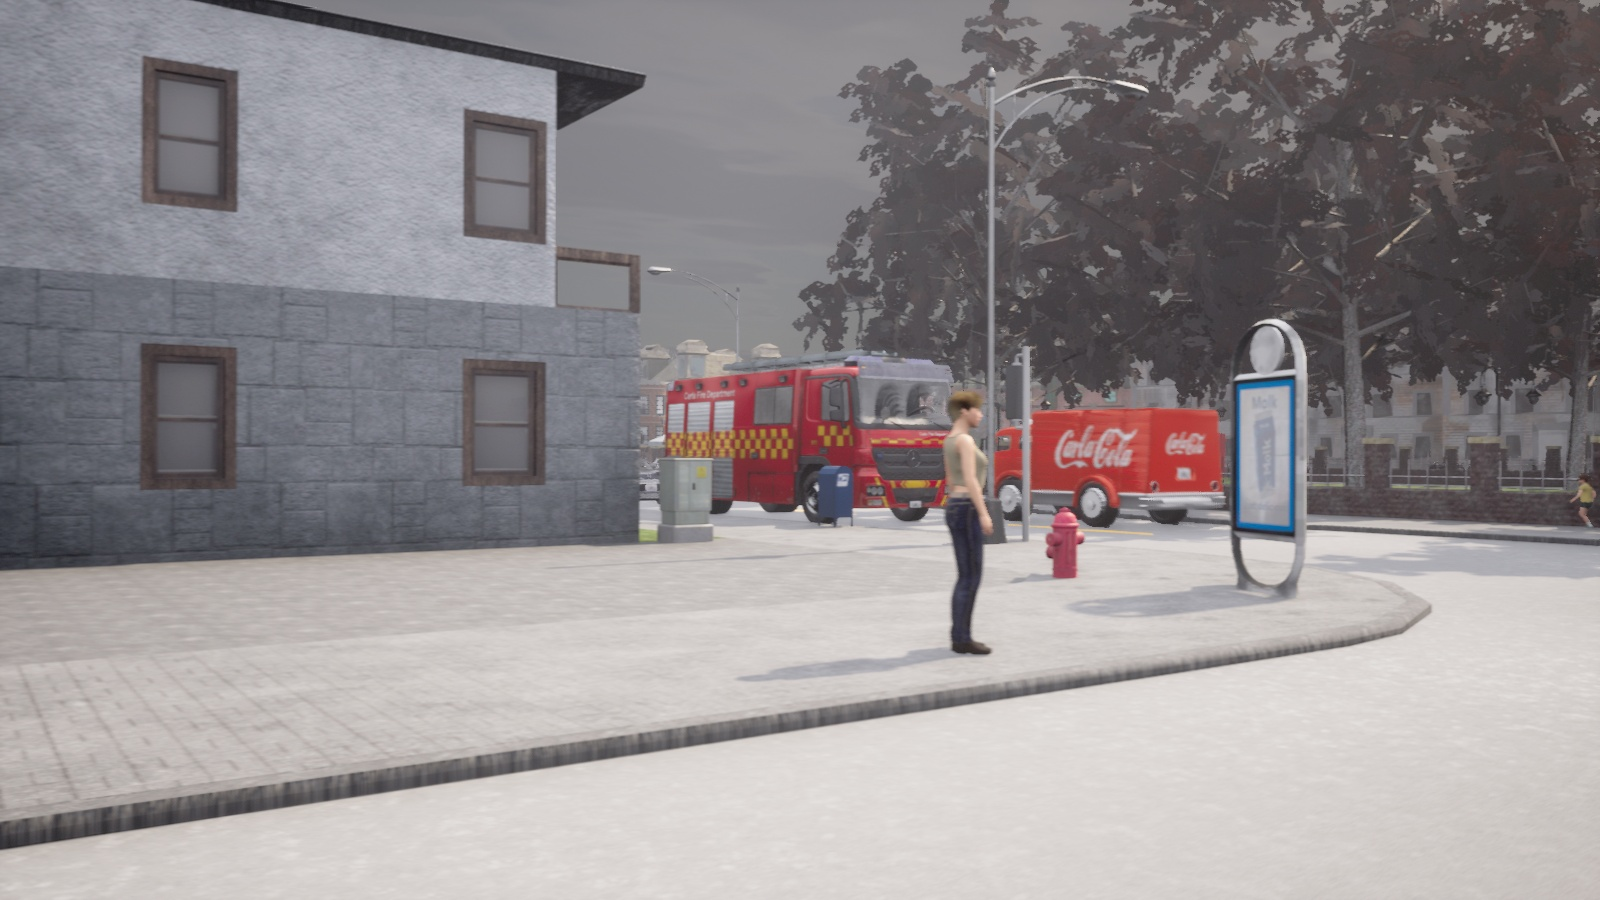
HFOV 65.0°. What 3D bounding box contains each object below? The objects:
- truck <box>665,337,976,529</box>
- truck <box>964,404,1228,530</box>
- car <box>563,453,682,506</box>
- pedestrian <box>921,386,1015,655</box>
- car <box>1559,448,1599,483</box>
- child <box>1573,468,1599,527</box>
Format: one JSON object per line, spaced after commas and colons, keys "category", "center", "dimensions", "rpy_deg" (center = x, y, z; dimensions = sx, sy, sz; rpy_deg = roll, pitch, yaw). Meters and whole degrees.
{"category": "truck", "center": [0.144, -0.322, 29.305], "dimensions": [2.891, 3.827, 8.468], "rpy_deg": [0, 0, -34]}
{"category": "truck", "center": [6.315, 0.344, 27.425], "dimensions": [2.627, 2.467, 5.204], "rpy_deg": [0, 0, -34]}
{"category": "car", "center": [-5.298, 0.838, 37.100], "dimensions": [1.970, 1.475, 3.806], "rpy_deg": [0, 0, -35]}
{"category": "pedestrian", "center": [1.163, 0.483, 8.758], "dimensions": [0.594, 1.836, 0.345], "rpy_deg": [0, 0, -3]}
{"category": "car", "center": [41.283, 0.781, 63.438], "dimensions": [2.097, 1.767, 4.553], "rpy_deg": [0, 0, -35]}
{"category": "child", "center": [15.138, 0.902, 24.139], "dimensions": [0.255, 1.110, 0.394], "rpy_deg": [0, 0, -35]}
